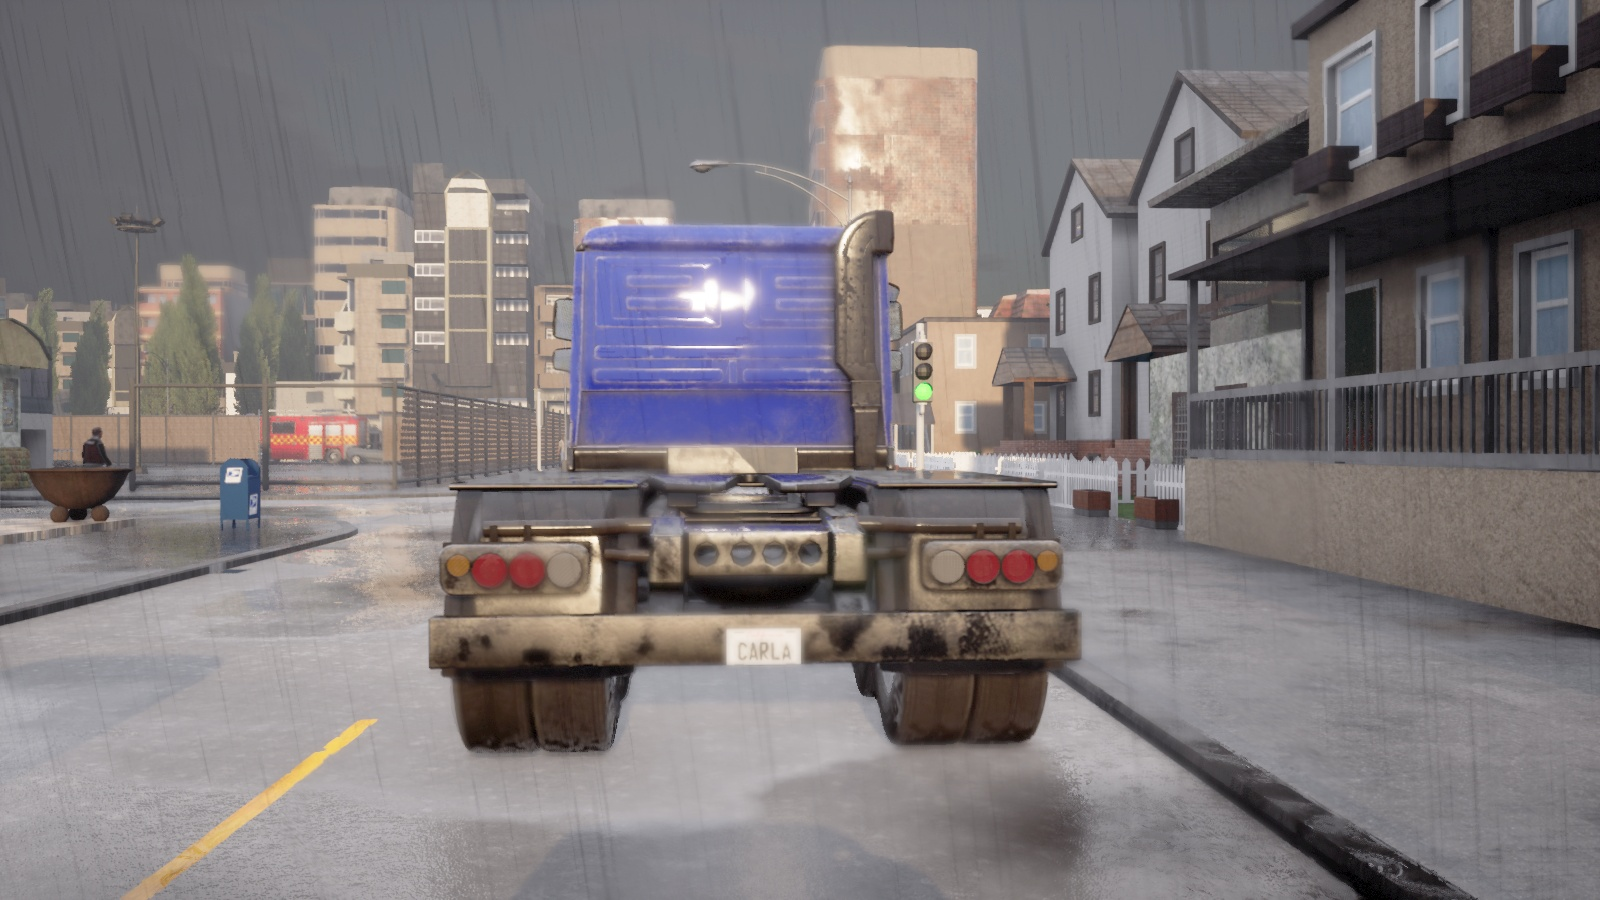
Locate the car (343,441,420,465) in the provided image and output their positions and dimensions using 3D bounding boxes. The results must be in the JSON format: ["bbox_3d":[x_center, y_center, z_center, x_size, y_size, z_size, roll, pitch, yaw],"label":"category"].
[{"bbox_3d":[-27.921,0.197,83.916,4.514,1.525,2.007,0,0,-3],"label":"car"}]

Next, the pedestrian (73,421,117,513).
[{"bbox_3d":[-14.464,0.335,25.772,0.376,1.854,0.720,0,0,16],"label":"pedestrian"}]

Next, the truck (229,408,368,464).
[{"bbox_3d":[-34.862,-0.940,87.530,8.468,3.827,2.891,0,0,-3],"label":"truck"}]

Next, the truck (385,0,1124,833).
[{"bbox_3d":[-0.439,-0.285,8.883,2.891,3.462,7.936,0,0,-4],"label":"truck"}]
